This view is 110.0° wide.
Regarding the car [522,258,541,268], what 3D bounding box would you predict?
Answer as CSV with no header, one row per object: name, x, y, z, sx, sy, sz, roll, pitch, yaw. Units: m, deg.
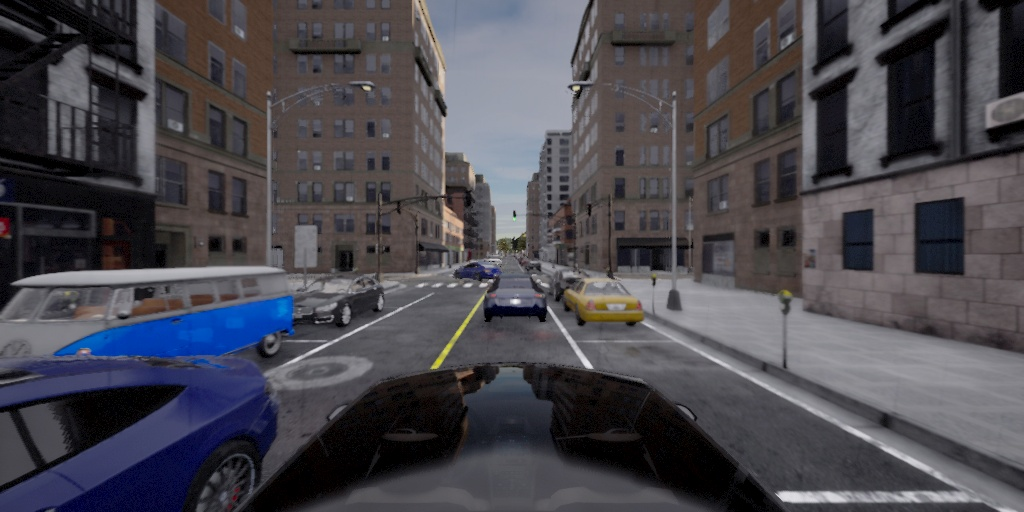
car,2.645,1.206,43.529,2.007,1.370,4.403,0,0,0

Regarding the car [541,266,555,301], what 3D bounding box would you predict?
car,2.643,1.267,16.653,2.007,1.370,4.403,0,0,0

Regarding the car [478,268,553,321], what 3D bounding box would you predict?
car,0.102,1.290,12.399,1.994,1.385,4.181,0,0,0

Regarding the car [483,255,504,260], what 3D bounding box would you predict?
car,-2.790,0.847,56.174,2.150,2.045,5.566,0,0,1

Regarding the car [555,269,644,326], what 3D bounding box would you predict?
car,2.647,1.254,11.417,1.751,1.417,4.829,0,0,0

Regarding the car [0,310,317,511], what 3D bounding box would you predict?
car,-2.857,1.277,1.180,1.812,1.442,4.674,0,0,0

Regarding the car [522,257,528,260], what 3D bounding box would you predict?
car,2.646,1.225,49.211,1.802,1.307,4.207,0,0,0

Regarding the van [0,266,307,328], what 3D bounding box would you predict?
van,-5.390,1.082,5.841,1.690,1.789,3.998,0,0,0

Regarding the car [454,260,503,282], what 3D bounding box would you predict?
car,-2.699,1.219,27.972,1.812,1.442,4.674,1,-1,-40

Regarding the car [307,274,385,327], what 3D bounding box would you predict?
car,-5.387,1.279,11.247,2.007,1.370,4.403,0,0,0
